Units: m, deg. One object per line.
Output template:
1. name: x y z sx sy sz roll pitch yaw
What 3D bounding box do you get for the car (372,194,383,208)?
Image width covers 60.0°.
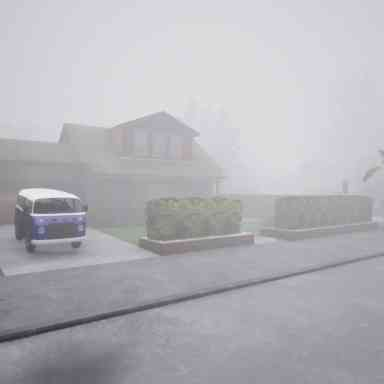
1. car: 24.038 0.986 40.783 3.866 1.878 1.905 0 0 0
